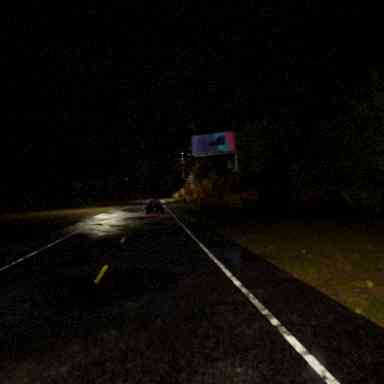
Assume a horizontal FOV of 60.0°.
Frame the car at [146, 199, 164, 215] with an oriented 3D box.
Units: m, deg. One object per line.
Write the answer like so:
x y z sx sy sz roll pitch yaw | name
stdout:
-4.238 1.673 37.849 1.882 1.535 5.008 -3 0 -6 | car

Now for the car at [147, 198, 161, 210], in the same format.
-5.665 1.739 49.873 1.882 1.535 5.008 -3 0 -6 | car
